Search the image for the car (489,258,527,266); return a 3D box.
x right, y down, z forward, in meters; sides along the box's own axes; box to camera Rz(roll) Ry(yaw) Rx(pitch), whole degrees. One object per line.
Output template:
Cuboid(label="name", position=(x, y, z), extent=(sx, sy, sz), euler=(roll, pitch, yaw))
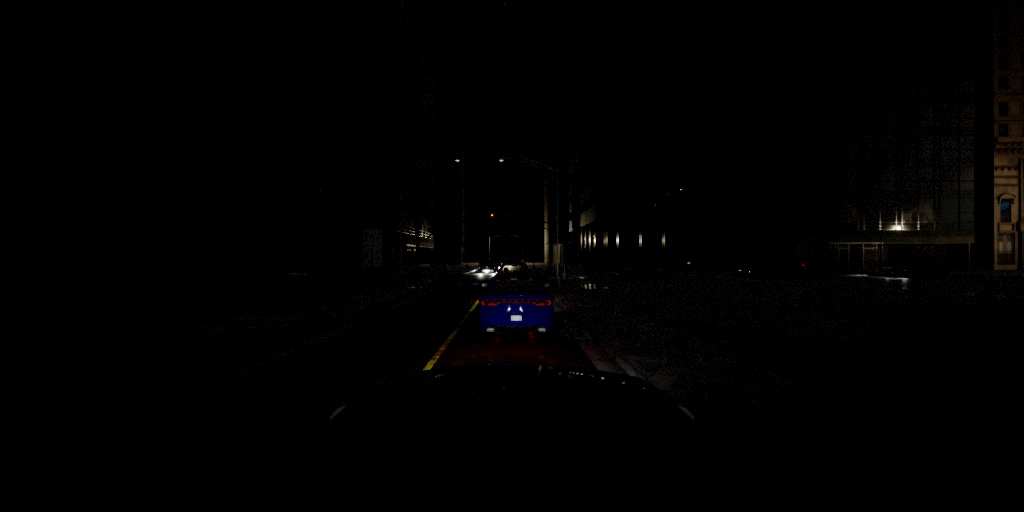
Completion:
Cuboid(label="car", position=(0.152, 1.107, 19.325), extent=(2.097, 1.767, 4.553), euler=(0, 0, 2))

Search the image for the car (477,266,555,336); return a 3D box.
Cuboid(label="car", position=(0.099, 1.229, 10.456), extent=(1.882, 1.535, 5.008), euler=(0, 0, 0))

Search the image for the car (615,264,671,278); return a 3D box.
Cuboid(label="car", position=(12.045, 1.371, 33.342), extent=(4.718, 1.301, 1.895), euler=(0, 0, 3))

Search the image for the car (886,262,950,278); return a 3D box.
Cuboid(label="car", position=(37.737, 1.266, 33.337), extent=(4.674, 1.442, 1.812), euler=(0, 0, 1))

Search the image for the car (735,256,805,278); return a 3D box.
Cuboid(label="car", position=(23.960, 0.985, 33.355), extent=(5.566, 2.045, 2.150), euler=(0, 0, 0))

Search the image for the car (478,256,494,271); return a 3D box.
Cuboid(label="car", position=(-3.107, 1.000, 45.870), extent=(2.150, 2.045, 5.566), euler=(0, 0, -2))

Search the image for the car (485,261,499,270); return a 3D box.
Cuboid(label="car", position=(-3.100, 1.391, 56.083), extent=(1.895, 1.301, 4.718), euler=(0, 0, 0))
